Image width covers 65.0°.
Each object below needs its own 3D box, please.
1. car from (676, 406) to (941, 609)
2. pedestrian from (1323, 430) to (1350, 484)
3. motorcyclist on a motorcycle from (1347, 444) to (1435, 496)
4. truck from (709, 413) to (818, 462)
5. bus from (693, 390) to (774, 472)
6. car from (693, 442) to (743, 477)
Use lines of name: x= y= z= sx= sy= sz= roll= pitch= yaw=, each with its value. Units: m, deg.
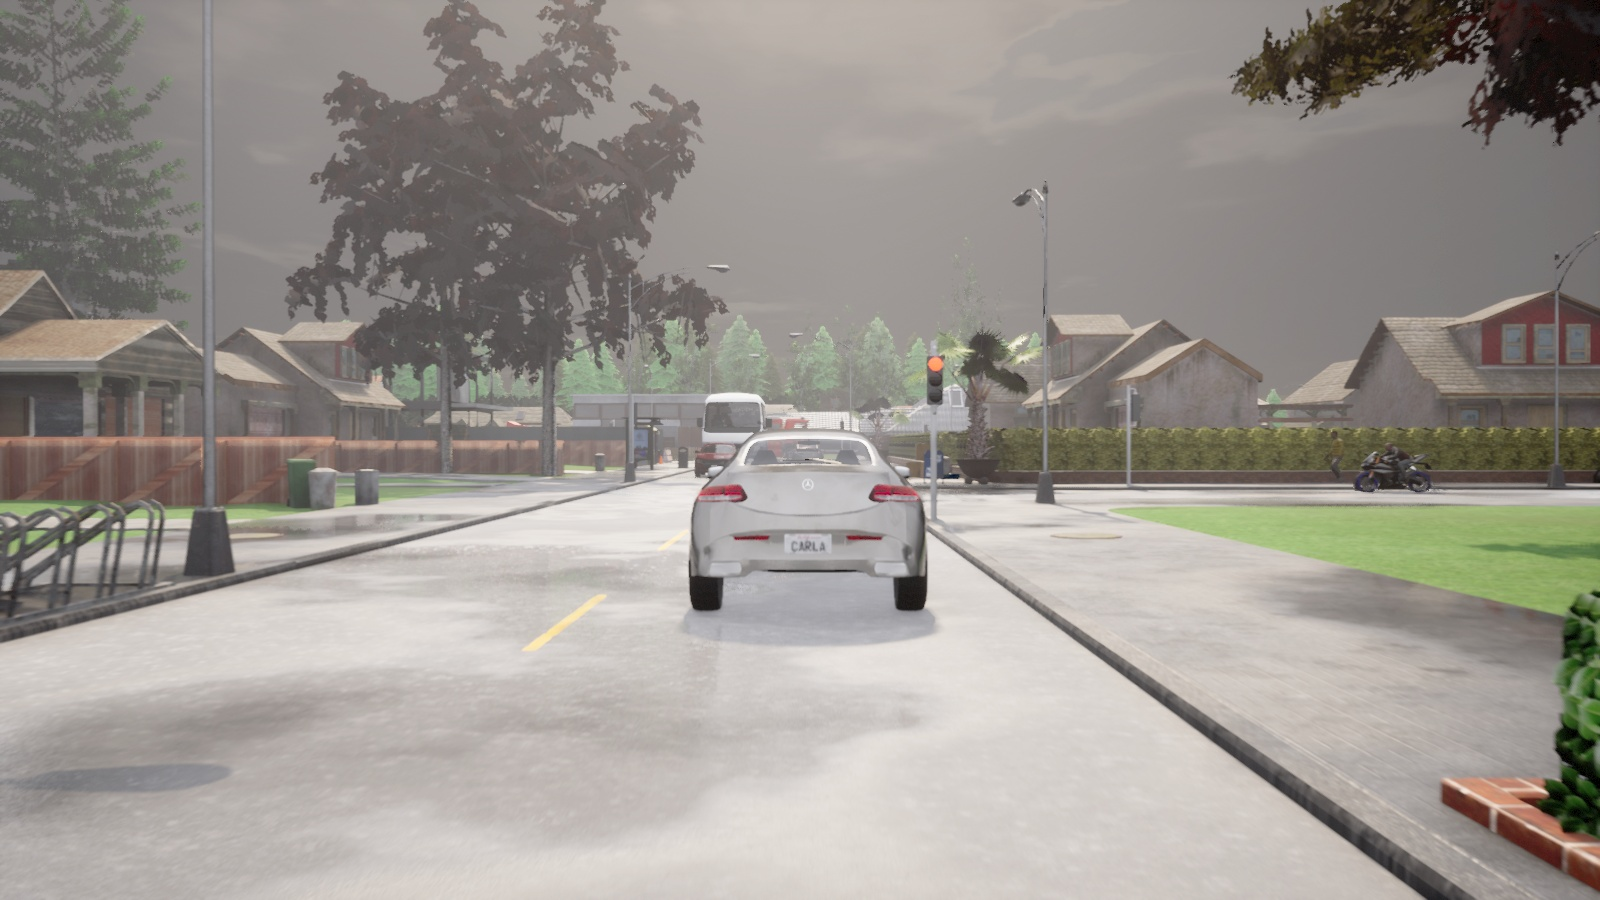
car: x=0.089 y=0.454 z=12.708 sx=2.152 sy=1.651 sz=5.027 roll=0 pitch=0 yaw=1
pedestrian: x=18.084 y=0.232 z=42.315 sx=0.709 sy=1.840 sz=0.431 roll=0 pitch=0 yaw=3
motorcyclist on a motorcycle: x=17.510 y=0.586 z=37.222 sx=2.191 sy=1.530 sz=0.866 roll=0 pitch=0 yaw=0
truck: x=-2.844 y=-0.982 z=98.989 sx=8.468 sy=3.827 sz=2.891 roll=0 pitch=1 yaw=0
bus: x=-3.570 y=-1.030 z=70.533 sx=3.944 sy=4.253 sz=10.273 roll=0 pitch=1 yaw=0
car: x=-3.661 y=0.402 z=56.612 sx=1.882 sy=1.535 sz=5.008 roll=0 pitch=0 yaw=0
